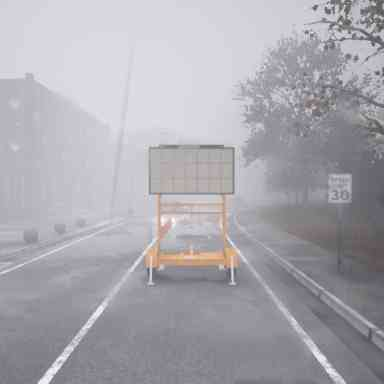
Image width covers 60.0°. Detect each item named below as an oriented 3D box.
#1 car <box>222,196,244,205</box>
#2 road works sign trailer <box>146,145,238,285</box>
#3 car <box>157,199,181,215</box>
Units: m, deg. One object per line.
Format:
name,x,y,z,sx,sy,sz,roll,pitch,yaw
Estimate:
car,7.187,1.371,57.612,1.812,1.442,4.674,-1,0,43
road works sign trailer,-0.011,0.467,9.484,2.380,3.560,2.880,0,0,0
car,-2.300,1.502,33.961,2.128,1.511,4.902,0,0,6
